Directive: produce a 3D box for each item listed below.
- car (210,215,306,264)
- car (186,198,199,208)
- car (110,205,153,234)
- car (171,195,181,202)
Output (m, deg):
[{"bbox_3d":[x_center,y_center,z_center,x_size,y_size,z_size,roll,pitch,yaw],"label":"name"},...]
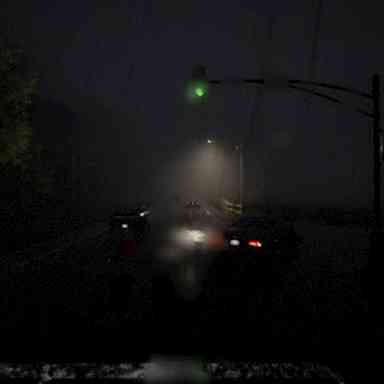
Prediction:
[{"bbox_3d":[2.606,1.544,12.001,2.033,1.411,5.357,0,0,32],"label":"car"},{"bbox_3d":[0.106,1.527,46.841,2.033,1.411,5.357,0,0,0],"label":"car"},{"bbox_3d":[-3.397,1.487,19.259,2.128,1.511,4.902,0,0,0],"label":"car"},{"bbox_3d":[-3.423,1.467,71.601,1.837,1.490,4.892,0,0,0],"label":"car"}]
